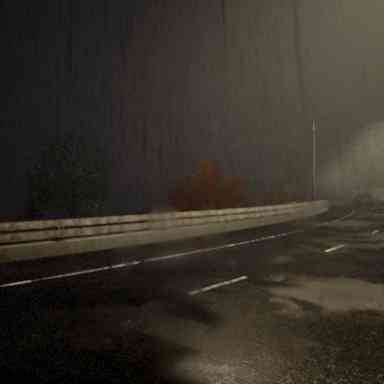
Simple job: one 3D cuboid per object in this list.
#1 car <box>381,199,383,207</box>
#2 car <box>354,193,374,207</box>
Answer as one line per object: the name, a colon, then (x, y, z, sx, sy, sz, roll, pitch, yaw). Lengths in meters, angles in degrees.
car: (28.436, 1.458, 47.527, 1.882, 1.535, 5.008, 0, 0, 21)
car: (25.457, 1.203, 49.454, 2.150, 2.045, 5.566, 0, 0, 20)
